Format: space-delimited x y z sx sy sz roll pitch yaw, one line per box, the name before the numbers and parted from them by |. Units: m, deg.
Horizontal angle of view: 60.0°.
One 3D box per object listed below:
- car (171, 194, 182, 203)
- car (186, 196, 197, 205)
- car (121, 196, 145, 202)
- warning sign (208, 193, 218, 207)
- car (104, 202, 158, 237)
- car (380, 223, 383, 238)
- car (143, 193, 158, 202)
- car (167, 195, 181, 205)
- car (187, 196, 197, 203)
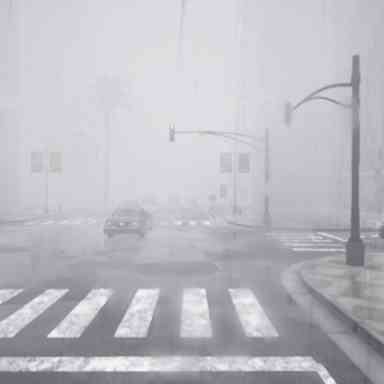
car | -3.331 1.340 70.517 2.097 1.767 4.553 0 0 0
car | -0.026 1.630 59.478 1.895 1.301 4.718 0 0 1
car | -6.637 1.491 35.041 2.033 1.411 5.357 0 0 0
warning sign | 2.809 1.078 44.962 1.300 1.860 1.060 1 0 0
car | -3.169 1.493 17.511 2.033 1.411 5.357 0 0 0
car | 10.429 1.392 13.697 4.553 1.767 2.097 0 1 -2
car | -6.636 1.215 52.466 2.150 2.045 5.566 0 -1 0
car | -3.320 1.387 60.482 2.097 1.767 4.553 0 0 0
car | -0.081 1.525 70.550 2.033 1.411 5.357 0 0 0
